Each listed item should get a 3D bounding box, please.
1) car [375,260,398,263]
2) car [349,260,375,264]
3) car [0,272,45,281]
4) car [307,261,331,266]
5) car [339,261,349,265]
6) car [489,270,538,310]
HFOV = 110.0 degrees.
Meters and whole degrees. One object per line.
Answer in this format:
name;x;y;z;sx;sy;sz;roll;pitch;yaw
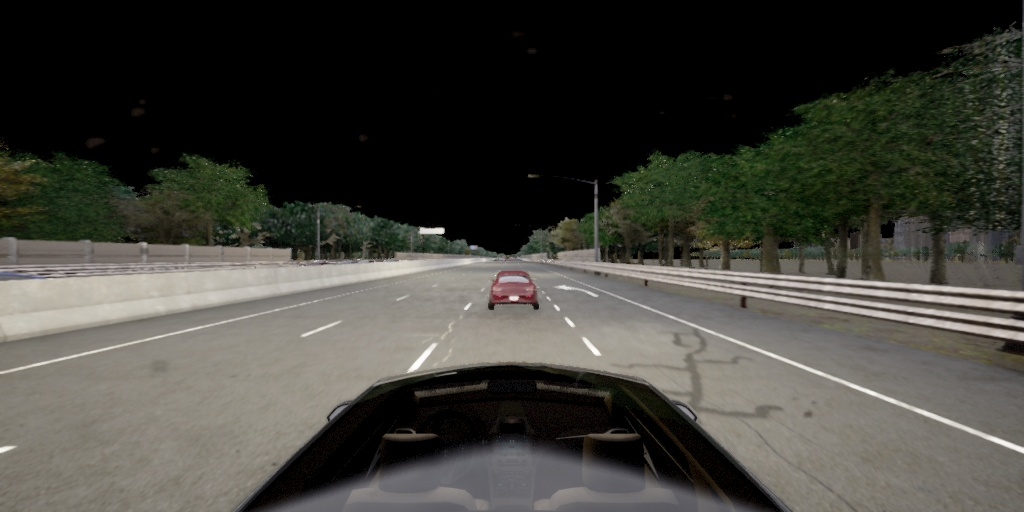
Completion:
car;-17.601;1.352;51.921;1.837;1.490;4.892;0;0;0
car;-21.098;1.325;51.891;1.882;1.535;5.008;0;0;0
car;-17.602;1.243;11.375;1.882;1.535;5.008;0;0;0
car;-28.088;1.414;52.326;1.994;1.385;4.181;0;0;0
car;-24.579;1.402;54.518;2.033;1.411;5.357;0;0;1
car;0.051;1.311;14.752;1.812;1.442;4.674;0;0;0
